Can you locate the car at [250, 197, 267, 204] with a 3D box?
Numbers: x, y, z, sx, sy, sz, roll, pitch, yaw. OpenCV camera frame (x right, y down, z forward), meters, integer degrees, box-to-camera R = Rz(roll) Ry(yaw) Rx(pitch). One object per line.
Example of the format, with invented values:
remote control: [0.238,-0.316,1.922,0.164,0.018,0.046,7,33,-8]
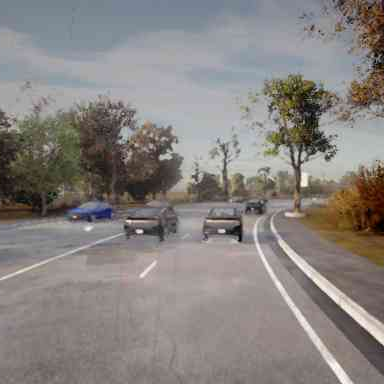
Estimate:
car: [13.260,1.694,66.046,1.895,1.301,4.718,0,0,31]

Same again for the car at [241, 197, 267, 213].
car: [7.393,1.571,38.281,1.837,1.490,4.892,0,0,21]

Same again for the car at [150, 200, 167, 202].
car: [-3.077,1.480,29.109,1.882,1.535,5.008,0,0,15]

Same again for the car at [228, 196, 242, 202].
car: [8.536,1.570,64.932,2.128,1.511,4.902,0,0,30]

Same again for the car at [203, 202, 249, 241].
car: [1.681,1.513,16.977,2.128,1.511,4.902,0,0,9]

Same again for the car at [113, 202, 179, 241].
car: [-1.899,1.496,16.749,2.128,1.511,4.902,0,0,9]

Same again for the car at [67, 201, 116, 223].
car: [-7.557,1.457,25.458,1.882,1.535,5.008,0,0,13]
